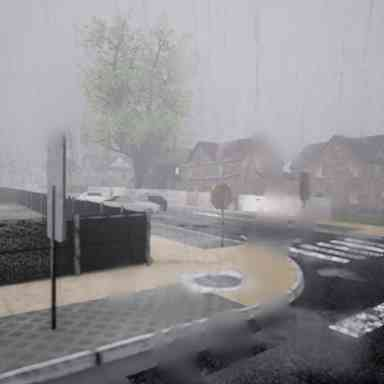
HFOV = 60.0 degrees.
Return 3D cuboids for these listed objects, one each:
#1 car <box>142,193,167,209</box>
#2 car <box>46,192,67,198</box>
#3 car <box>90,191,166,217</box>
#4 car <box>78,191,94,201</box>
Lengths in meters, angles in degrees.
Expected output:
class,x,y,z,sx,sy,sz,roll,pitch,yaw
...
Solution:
class,x,y,z,sx,sy,sz,roll,pitch,yaw
car,-3.850,0.849,28.735,1.837,1.490,4.892,1,2,-33
car,-18.286,0.294,44.791,1.895,1.301,4.718,0,2,-35
car,-4.569,0.960,23.689,4.718,1.301,1.895,4,1,-13
car,-9.647,0.669,32.311,1.812,1.442,4.674,0,2,-35
